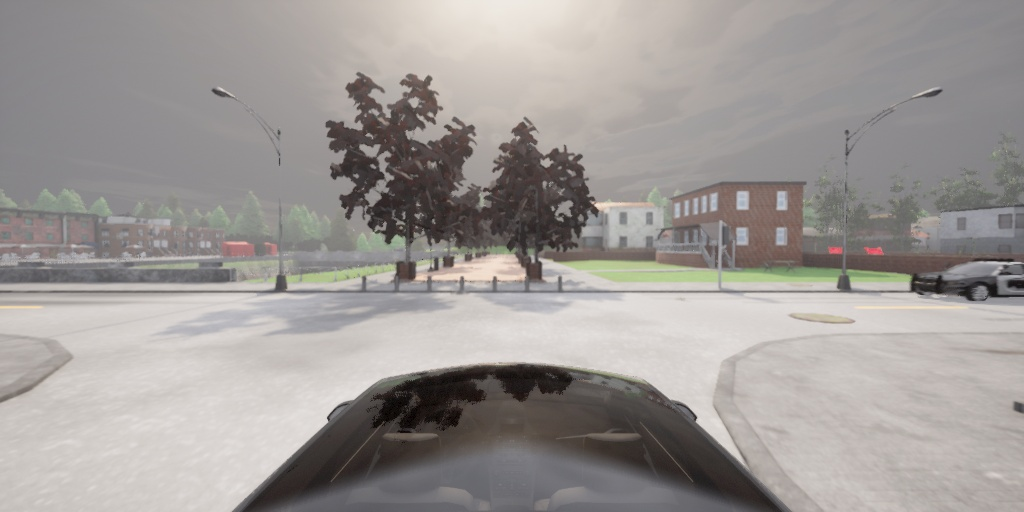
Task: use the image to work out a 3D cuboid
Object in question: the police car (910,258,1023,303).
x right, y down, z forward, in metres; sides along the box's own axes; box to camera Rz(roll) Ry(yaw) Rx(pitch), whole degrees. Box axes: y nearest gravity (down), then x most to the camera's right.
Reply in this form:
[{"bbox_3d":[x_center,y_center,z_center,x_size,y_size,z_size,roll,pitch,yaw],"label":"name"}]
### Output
[{"bbox_3d":[18.848,0.894,14.200,5.238,1.638,1.930,0,1,0],"label":"police car"}]
